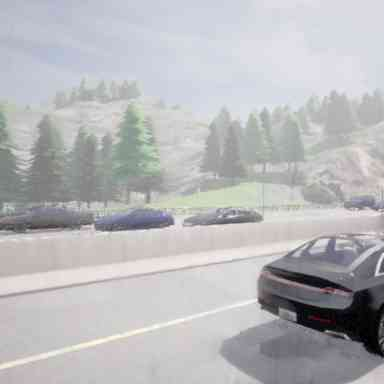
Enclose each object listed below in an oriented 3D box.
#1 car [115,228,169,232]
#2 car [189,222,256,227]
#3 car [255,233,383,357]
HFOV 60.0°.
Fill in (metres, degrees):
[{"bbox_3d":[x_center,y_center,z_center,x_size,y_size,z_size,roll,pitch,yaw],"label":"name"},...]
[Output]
[{"bbox_3d":[-3.146,1.573,18.938,4.674,1.442,1.812,0,0,-35],"label":"car"},{"bbox_3d":[1.753,1.560,18.133,4.902,1.511,2.128,0,0,-35],"label":"car"},{"bbox_3d":[3.316,1.527,6.103,4.902,1.511,2.128,0,0,-36],"label":"car"}]
